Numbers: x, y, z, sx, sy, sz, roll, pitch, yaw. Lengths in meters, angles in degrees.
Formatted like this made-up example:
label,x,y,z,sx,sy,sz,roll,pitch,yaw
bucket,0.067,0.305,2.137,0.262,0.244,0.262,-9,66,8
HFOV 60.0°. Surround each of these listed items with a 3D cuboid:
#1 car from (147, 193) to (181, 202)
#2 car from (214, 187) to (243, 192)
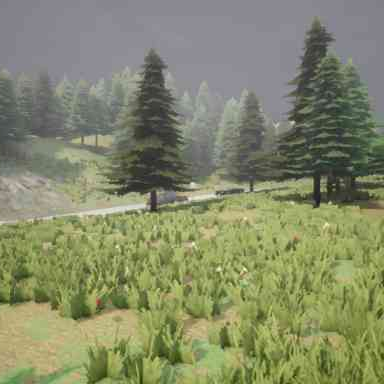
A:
label,x,y,z,sx,sy,sz,roll,pitch,yaw
car,-2.789,0.830,38.570,2.033,1.411,5.357,0,5,45
car,5.322,-0.117,46.645,4.718,1.301,1.895,-7,5,-43
